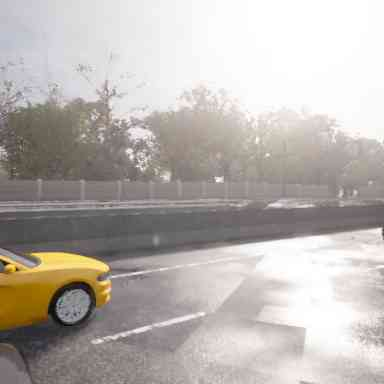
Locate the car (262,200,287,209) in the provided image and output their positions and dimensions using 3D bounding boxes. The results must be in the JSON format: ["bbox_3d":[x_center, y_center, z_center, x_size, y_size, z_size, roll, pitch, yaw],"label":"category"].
[{"bbox_3d":[10.375,1.595,37.188,4.674,1.442,1.812,0,0,-35],"label":"car"}]

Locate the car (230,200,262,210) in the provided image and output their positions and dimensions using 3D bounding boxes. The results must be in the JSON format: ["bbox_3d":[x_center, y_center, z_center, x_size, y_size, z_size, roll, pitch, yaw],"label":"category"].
[{"bbox_3d":[7.020,1.613,39.091,5.357,1.411,2.033,0,0,-35],"label":"car"}]

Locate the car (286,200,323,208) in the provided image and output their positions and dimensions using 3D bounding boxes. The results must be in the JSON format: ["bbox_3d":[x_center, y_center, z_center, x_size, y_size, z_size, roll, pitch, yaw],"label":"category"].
[{"bbox_3d":[12.607,1.617,34.479,5.357,1.411,2.033,0,0,-35],"label":"car"}]

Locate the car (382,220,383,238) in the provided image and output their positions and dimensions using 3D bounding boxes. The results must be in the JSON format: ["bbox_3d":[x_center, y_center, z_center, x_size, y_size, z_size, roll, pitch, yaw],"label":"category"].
[{"bbox_3d":[11.151,1.393,16.000,4.553,1.767,2.097,0,0,-35],"label":"car"}]

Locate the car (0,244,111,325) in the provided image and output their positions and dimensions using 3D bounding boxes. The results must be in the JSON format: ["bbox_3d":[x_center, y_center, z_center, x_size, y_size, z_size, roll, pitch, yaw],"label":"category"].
[{"bbox_3d":[-3.809,1.478,5.329,5.008,1.535,1.882,0,0,-36],"label":"car"}]

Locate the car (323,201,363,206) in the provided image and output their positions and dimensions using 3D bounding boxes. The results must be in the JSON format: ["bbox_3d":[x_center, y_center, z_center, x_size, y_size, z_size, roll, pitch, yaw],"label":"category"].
[{"bbox_3d":[14.972,1.596,31.864,4.674,1.442,1.812,0,0,-35],"label":"car"}]

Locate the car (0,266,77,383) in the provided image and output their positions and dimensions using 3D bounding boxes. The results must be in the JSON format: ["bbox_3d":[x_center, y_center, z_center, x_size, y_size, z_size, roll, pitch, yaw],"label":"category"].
[{"bbox_3d":[-3.453,1.543,1.284,5.357,1.411,2.033,0,0,-35],"label":"car"}]
